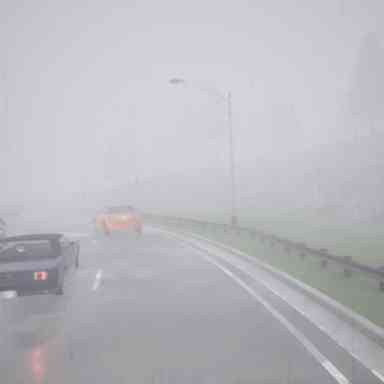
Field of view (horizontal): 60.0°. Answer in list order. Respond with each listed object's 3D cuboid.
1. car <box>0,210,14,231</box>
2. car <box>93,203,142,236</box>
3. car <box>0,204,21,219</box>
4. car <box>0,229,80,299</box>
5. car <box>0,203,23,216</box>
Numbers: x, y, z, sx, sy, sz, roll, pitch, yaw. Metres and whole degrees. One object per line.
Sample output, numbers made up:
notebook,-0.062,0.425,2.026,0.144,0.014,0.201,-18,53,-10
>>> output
car,-10.464,1.918,16.976,2.033,1.411,5.357,-2,0,-30
car,-4.615,1.516,20.066,2.097,1.767,4.553,-2,0,-26
car,-20.758,2.282,36.829,5.357,1.411,2.033,-2,0,45
car,-4.092,1.746,8.715,1.895,1.301,4.718,-2,0,-13
car,-25.191,2.370,45.495,5.008,1.535,1.882,-2,0,40
